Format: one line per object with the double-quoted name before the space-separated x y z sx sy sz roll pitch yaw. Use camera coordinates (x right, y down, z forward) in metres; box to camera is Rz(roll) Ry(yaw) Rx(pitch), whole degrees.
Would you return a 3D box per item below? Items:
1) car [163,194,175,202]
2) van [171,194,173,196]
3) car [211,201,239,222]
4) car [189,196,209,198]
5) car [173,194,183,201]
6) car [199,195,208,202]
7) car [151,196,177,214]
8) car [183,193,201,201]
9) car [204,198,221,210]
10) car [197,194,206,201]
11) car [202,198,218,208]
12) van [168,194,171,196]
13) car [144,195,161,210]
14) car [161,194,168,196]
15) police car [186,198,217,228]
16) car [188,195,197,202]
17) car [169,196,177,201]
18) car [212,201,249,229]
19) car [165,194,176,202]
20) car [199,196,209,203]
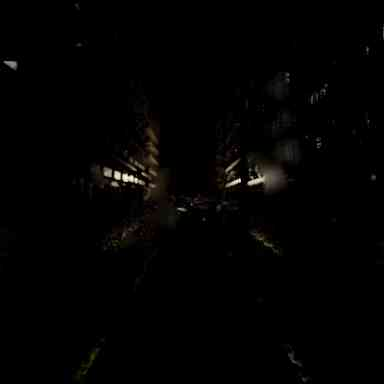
"car" -5.263 1.402 76.868 2.192 1.841 5.009 1 0 0
"van" -5.267 1.396 65.808 1.690 1.788 3.998 1 0 0
"car" 2.595 1.521 27.199 1.752 1.417 4.829 1 0 0
"car" 0.837 1.455 32.359 1.801 1.575 5.366 0 0 0
"car" -2.722 1.191 75.280 2.097 1.767 4.553 0 0 0
"car" 2.622 1.526 76.805 1.967 1.590 4.097 1 0 0
"car" -2.833 1.507 34.825 1.837 1.490 4.892 0 0 0
"car" 0.021 1.257 57.917 2.150 2.045 5.566 0 0 0
"car" 2.600 1.558 43.619 1.887 1.381 4.507 1 0 0
"car" 2.587 1.437 87.867 2.192 1.841 5.009 1 0 0
"car" 2.602 1.571 49.151 2.008 1.369 4.403 1 0 0
"van" -5.268 1.382 60.276 1.690 1.788 3.998 2 0 0
"car" -5.279 1.539 43.515 1.752 1.417 4.829 2 0 0
"car" -5.272 1.336 49.217 2.192 1.841 5.009 2 0 0
"police car" 0.717 1.419 22.272 1.930 1.638 5.238 0 0 0
"car" 0.027 1.458 72.892 1.882 1.535 5.008 0 0 0
"car" -5.263 1.709 93.460 1.947 1.339 4.313 1 0 0
"car" 2.593 1.538 21.497 1.887 1.381 4.507 1 0 0
"car" -5.261 1.419 82.398 2.192 1.841 5.009 1 0 0
"car" 2.610 1.614 71.273 1.887 1.381 4.507 1 0 0
